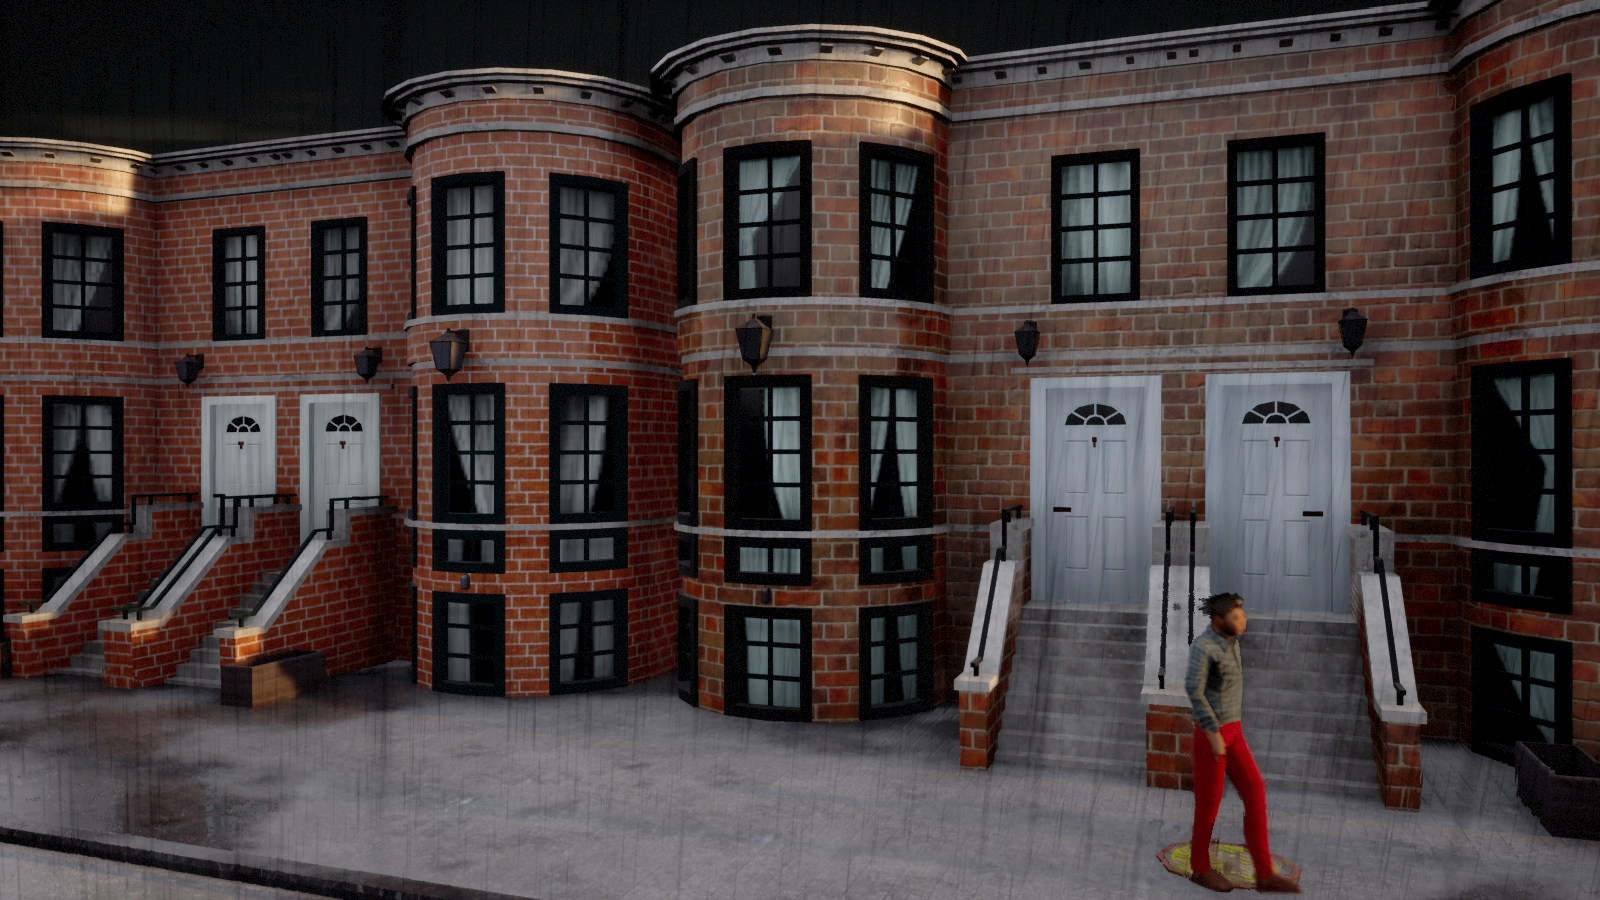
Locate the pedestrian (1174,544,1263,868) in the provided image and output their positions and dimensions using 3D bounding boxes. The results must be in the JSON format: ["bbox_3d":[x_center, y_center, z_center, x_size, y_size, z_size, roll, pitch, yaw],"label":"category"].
[{"bbox_3d":[2.556,1.525,6.979,0.375,1.860,0.375,0,0,-41],"label":"pedestrian"}]
